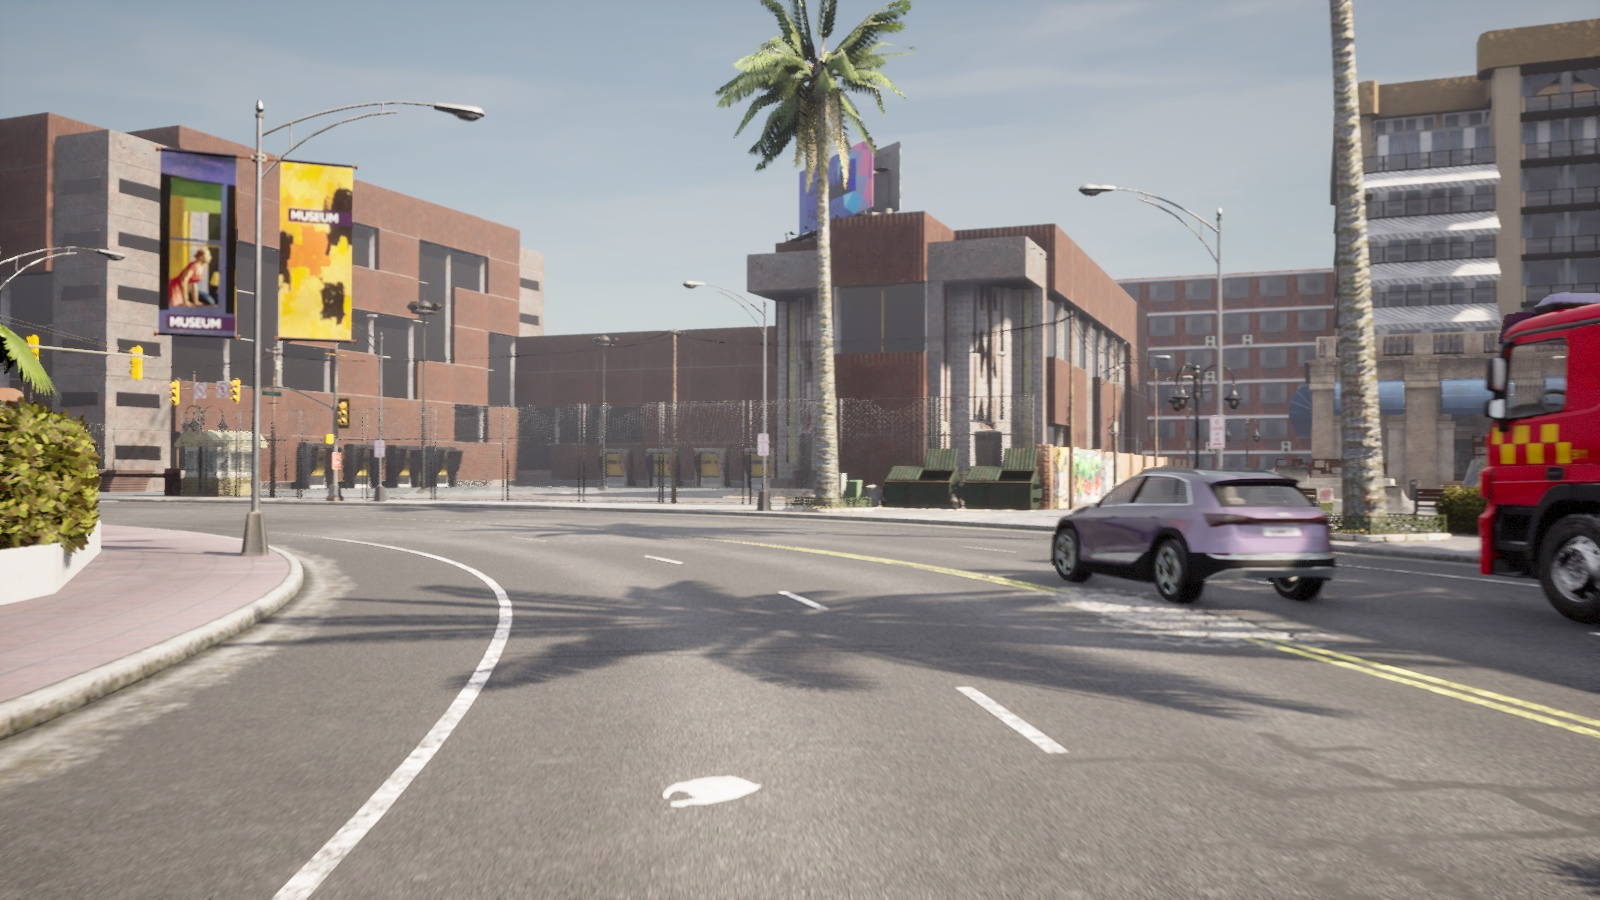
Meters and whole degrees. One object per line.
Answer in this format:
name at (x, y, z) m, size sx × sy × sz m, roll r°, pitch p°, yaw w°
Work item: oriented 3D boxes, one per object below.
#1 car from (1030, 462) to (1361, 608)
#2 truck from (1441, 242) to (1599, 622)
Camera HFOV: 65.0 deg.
car at (4.998, 1.002, 16.774) m, size 2.033 × 1.649 × 4.856 m, roll 0°, pitch -1°, yaw -13°
truck at (9.688, -0.209, 11.138) m, size 2.891 × 3.827 × 8.468 m, roll 0°, pitch -1°, yaw -7°
